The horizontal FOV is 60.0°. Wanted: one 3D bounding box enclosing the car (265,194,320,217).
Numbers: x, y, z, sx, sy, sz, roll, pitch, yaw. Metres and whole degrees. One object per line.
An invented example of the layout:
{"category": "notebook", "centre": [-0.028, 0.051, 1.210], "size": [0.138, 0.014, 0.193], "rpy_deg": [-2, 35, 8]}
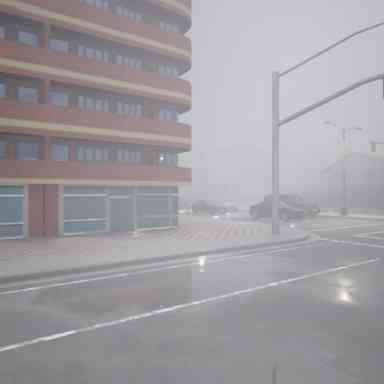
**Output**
{"category": "car", "centre": [8.827, 1.221, 30.320], "size": [2.150, 2.045, 5.566], "rpy_deg": [0, 0, -34]}

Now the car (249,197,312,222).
{"category": "car", "centre": [6.841, 1.478, 26.991], "size": [1.882, 1.535, 5.008], "rpy_deg": [0, 0, -34]}

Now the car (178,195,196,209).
{"category": "car", "centre": [-1.953, 1.505, 45.972], "size": [1.837, 1.490, 4.892], "rpy_deg": [0, 0, -34]}

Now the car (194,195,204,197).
{"category": "car", "centre": [0.766, 1.352, 62.472], "size": [2.097, 1.767, 4.553], "rpy_deg": [0, 0, -35]}

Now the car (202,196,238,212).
{"category": "car", "centre": [3.290, 1.526, 38.367], "size": [1.812, 1.442, 4.674], "rpy_deg": [0, 0, -35]}

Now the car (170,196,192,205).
{"category": "car", "centre": [-2.086, 1.526, 60.526], "size": [1.812, 1.442, 4.674], "rpy_deg": [0, 0, -34]}

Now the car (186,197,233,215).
{"category": "car", "centre": [1.719, 1.526, 34.469], "size": [1.812, 1.442, 4.674], "rpy_deg": [0, 0, -35]}

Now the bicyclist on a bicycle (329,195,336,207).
{"category": "bicyclist on a bicycle", "centre": [19.330, 1.301, 45.873], "size": [1.656, 1.620, 0.582], "rpy_deg": [0, 0, -35]}
